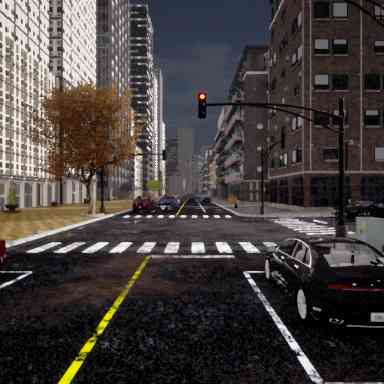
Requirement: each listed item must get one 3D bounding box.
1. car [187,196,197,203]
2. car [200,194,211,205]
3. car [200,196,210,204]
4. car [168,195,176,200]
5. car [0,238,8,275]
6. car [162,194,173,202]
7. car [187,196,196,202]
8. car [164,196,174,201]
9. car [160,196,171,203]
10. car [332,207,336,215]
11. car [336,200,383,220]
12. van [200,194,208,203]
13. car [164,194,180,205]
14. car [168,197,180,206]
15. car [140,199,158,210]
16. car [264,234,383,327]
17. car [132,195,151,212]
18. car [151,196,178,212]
[{"bbox_3d":[0.038,1.618,68.917,1.994,1.385,4.181,0,0,0],"label":"car"},{"bbox_3d":[2.637,1.610,61.404,1.947,1.339,4.313,0,0,0],"label":"car"},{"bbox_3d":[2.632,1.577,67.097,1.752,1.417,4.829,0,0,0],"label":"car"},{"bbox_3d":[-5.772,1.653,94.535,2.008,1.369,4.403,0,0,0],"label":"car"},{"bbox_3d":[-5.698,1.545,6.918,1.887,1.381,4.507,0,0,0],"label":"car"},{"bbox_3d":[-5.758,1.384,77.966,2.192,1.841,5.009,0,0,0],"label":"car"},{"bbox_3d":[-0.067,1.624,78.862,1.994,1.385,4.181,0,0,0],"label":"car"},{"bbox_3d":[-5.763,1.631,83.489,2.008,1.369,4.403,0,0,0],"label":"car"},{"bbox_3d":[-5.753,1.626,72.444,1.947,1.339,4.313,0,0,0],"label":"car"},{"bbox_3d":[13.403,1.350,26.340,4.403,1.369,2.008,-1,1,-1],"label":"car"},{"bbox_3d":[13.020,1.369,23.809,4.181,1.385,1.994,-1,0,1],"label":"car"},{"bbox_3d":[2.627,1.401,72.451,1.690,1.788,3.998,0,0,0],"label":"van"},{"bbox_3d":[-3.137,1.381,48.364,2.097,1.767,4.553,0,0,0],"label":"car"},{"bbox_3d":[-3.130,1.641,58.436,1.895,1.301,4.718,0,0,0],"label":"car"},{"bbox_3d":[-5.730,1.592,44.829,1.947,1.339,4.313,0,0,0],"label":"car"},{"bbox_3d":[2.682,1.551,6.925,2.008,1.369,4.403,0,0,0],"label":"car"},{"bbox_3d":[-5.726,1.336,39.306,2.192,1.841,5.009,0,0,0],"label":"car"},{"bbox_3d":[-3.133,1.511,38.486,2.128,1.511,4.902,0,0,0],"label":"car"}]
